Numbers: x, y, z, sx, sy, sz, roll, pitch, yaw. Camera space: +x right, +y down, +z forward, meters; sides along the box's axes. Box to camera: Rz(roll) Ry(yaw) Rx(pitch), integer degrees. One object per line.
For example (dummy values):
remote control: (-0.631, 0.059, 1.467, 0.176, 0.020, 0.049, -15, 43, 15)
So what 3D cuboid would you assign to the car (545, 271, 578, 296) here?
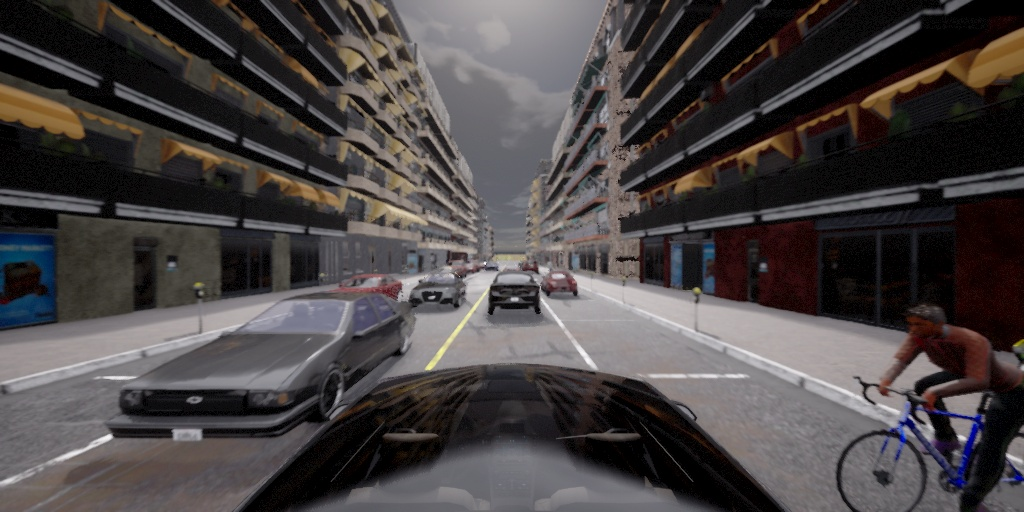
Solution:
car: (2.619, 1.479, 20.111, 1.802, 1.307, 4.207, 0, 0, 0)

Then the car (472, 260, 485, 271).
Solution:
car: (-5.815, 1.500, 54.014, 2.192, 1.841, 5.009, 0, 0, 0)

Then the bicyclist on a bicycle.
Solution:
bicyclist on a bicycle: (3.213, 1.168, 2.657, 1.656, 1.620, 0.582, 0, 0, 0)

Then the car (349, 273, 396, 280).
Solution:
car: (-5.715, 1.412, 14.365, 1.888, 1.381, 4.507, 0, 0, 0)

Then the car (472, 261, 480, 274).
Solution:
car: (-5.801, 1.687, 48.351, 1.888, 1.381, 4.507, 0, 0, 0)

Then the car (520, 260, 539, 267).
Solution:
car: (2.547, 1.440, 48.431, 2.192, 1.841, 5.009, 0, 0, 0)

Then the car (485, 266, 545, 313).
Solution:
car: (0.080, 1.334, 14.580, 1.882, 1.535, 5.008, 0, 0, 0)

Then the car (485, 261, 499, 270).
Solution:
car: (-3.187, 1.557, 57.235, 2.097, 1.767, 4.553, 0, 0, 0)

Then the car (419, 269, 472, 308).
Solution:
car: (-3.128, 1.438, 15.927, 1.994, 1.385, 4.181, 0, 0, -1)

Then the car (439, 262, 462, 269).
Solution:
car: (-5.758, 1.531, 31.187, 1.751, 1.417, 4.829, 0, 0, 0)

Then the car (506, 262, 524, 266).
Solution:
car: (0.010, 1.666, 40.191, 1.895, 1.301, 4.718, 0, 0, 0)

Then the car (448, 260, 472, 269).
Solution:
car: (-5.772, 1.366, 37.022, 2.192, 1.841, 5.009, 0, 0, 0)

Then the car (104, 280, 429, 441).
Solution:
car: (-3.103, 1.341, 6.086, 2.033, 1.411, 5.357, 0, 0, 0)
